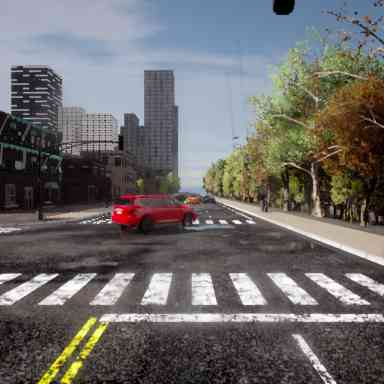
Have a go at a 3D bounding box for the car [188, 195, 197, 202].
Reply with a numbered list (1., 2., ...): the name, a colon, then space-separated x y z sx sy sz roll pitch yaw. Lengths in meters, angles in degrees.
1. car: 0.126 1.449 72.843 1.882 1.535 5.008 0 0 0

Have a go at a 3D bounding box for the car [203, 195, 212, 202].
1. car: 3.364 1.471 73.109 1.837 1.490 4.892 0 0 0

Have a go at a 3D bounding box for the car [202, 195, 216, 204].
1. car: 3.450 1.540 63.153 1.994 1.385 4.181 0 0 0

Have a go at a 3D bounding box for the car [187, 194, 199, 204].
1. car: 0.195 1.328 63.022 2.097 1.767 4.553 0 0 0

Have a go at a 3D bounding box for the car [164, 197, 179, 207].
1. car: -3.257 1.528 52.854 2.033 1.411 5.357 0 0 0

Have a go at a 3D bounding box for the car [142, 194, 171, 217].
1. car: -3.293 1.212 32.085 2.150 2.045 5.566 0 0 0

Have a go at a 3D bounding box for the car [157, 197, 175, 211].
1. car: -3.272 1.463 42.267 1.882 1.535 5.008 0 0 0

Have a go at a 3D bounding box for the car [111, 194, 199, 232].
1. car: -2.198 1.217 20.230 2.150 2.045 5.566 1 1 43
